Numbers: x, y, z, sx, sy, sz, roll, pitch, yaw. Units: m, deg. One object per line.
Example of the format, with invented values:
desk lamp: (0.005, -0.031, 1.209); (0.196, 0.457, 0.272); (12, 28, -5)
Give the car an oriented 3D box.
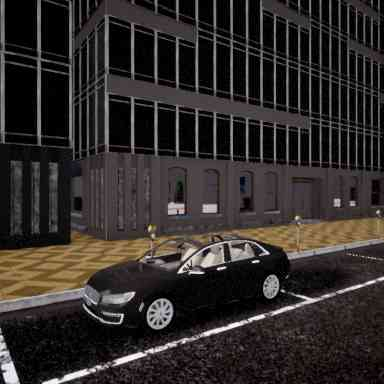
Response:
car: (0.113, 1.551, 6.639); (4.403, 1.369, 2.008); (0, 0, -35)
